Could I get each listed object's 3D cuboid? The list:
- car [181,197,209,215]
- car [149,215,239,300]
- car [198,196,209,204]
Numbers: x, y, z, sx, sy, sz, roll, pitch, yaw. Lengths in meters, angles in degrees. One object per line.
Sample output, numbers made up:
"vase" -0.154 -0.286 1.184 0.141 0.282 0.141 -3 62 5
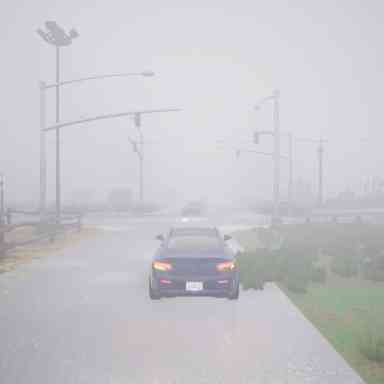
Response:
"car" 0.318 1.530 31.279 2.033 1.411 5.357 0 1 10
"car" 0.044 1.526 8.271 1.812 1.442 4.674 0 0 0
"car" 2.255 1.512 63.607 2.033 1.411 5.357 0 0 3
